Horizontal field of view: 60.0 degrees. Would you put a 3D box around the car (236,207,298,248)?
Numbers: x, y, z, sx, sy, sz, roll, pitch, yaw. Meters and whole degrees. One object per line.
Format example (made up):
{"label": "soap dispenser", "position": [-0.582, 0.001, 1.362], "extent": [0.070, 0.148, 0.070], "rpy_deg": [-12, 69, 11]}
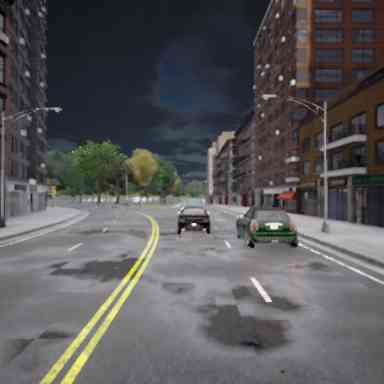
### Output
{"label": "car", "position": [3.359, 1.488, 15.734], "extent": [2.097, 1.767, 4.553], "rpy_deg": [0, -1, 0]}

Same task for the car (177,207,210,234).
{"label": "car", "position": [0.106, 1.660, 20.696], "extent": [1.882, 1.535, 5.008], "rpy_deg": [0, -1, 0]}
